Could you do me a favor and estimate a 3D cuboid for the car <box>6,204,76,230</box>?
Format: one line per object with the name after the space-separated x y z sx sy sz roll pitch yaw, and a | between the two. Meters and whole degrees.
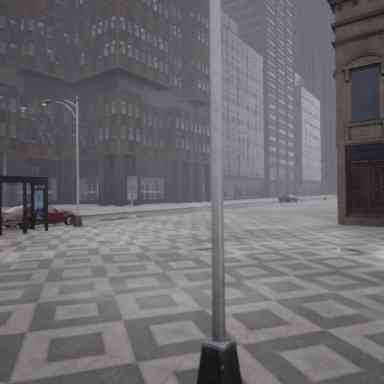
-9.319 1.440 20.309 1.812 1.442 4.674 -1 0 35 | car

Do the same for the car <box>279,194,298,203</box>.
16.461 1.120 56.499 1.882 1.535 5.008 -1 0 35 | car
